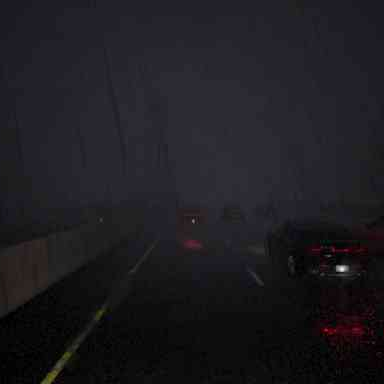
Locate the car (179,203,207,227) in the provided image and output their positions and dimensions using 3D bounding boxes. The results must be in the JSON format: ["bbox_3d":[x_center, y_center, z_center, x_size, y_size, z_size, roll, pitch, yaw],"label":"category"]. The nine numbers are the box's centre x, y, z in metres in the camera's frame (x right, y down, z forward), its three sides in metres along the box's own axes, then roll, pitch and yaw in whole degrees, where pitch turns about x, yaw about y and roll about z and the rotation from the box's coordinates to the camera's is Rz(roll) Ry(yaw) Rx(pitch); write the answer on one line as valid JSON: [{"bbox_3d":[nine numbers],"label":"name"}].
[{"bbox_3d":[0.072,1.765,25.270,1.837,1.490,4.892,0,0,-1],"label":"car"}]

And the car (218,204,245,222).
[{"bbox_3d":[3.504,1.797,29.789,2.128,1.511,4.902,0,-1,-1],"label":"car"}]

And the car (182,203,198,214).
[{"bbox_3d":[-0.321,2.031,41.968,1.895,1.301,4.718,0,-1,-2],"label":"car"}]

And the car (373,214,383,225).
[{"bbox_3d":[7.103,1.466,11.081,2.097,1.767,4.553,0,-1,0],"label":"car"}]

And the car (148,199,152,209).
[{"bbox_3d":[-7.806,1.917,55.110,2.097,1.767,4.553,0,-1,-1],"label":"car"}]

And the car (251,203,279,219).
[{"bbox_3d":[6.956,1.817,31.812,2.128,1.511,4.902,0,-1,-1],"label":"car"}]

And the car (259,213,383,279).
[{"bbox_3d":[3.603,1.612,10.403,1.837,1.490,4.892,0,-1,0],"label":"car"}]
